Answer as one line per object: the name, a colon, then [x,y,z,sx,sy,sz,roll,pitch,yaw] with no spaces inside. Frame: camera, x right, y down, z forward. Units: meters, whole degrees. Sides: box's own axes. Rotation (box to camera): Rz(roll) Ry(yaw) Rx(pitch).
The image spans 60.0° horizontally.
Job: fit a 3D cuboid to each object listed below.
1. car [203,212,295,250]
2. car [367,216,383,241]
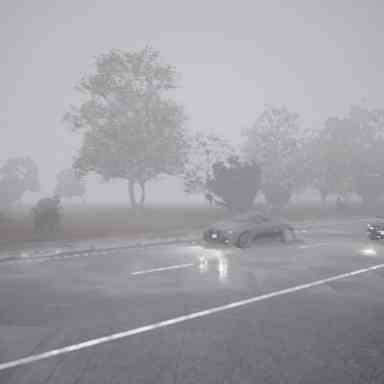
car: [2.518,1.563,14.386,4.181,1.385,1.994,0,0,-35]
car: [10.030,1.504,15.442,4.892,1.490,1.837,0,0,-35]
